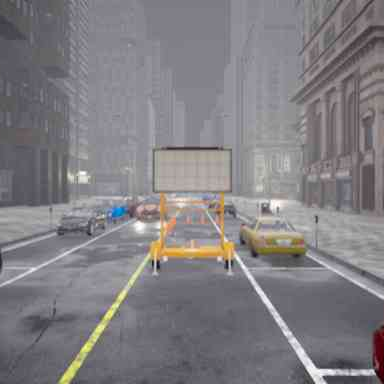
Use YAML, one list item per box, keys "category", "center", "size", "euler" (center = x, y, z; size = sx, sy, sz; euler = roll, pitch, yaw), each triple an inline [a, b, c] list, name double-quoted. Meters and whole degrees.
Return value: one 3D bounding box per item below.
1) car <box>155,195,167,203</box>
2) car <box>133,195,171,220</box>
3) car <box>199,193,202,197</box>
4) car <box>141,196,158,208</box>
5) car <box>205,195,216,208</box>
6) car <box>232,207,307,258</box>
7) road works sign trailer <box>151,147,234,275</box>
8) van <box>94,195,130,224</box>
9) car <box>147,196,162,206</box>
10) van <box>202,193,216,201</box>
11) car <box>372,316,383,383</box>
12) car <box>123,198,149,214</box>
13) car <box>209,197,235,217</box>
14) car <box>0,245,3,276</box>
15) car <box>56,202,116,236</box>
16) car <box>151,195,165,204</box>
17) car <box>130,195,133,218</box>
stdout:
- category: "car"
  center: [-5.691, 1.251, 61.977]
  size: [1.887, 1.381, 4.507]
  euler: [0, 0, 0]
- category: "car"
  center: [-3.063, 1.226, 26.310]
  size: [2.097, 1.767, 4.553]
  euler: [0, 0, 0]
- category: "car"
  center: [2.864, 1.252, 61.947]
  size: [1.887, 1.381, 4.507]
  euler: [0, 0, 0]
- category: "car"
  center: [-5.710, 1.310, 45.231]
  size: [1.752, 1.417, 4.829]
  euler: [0, 0, 0]
- category: "car"
  center: [2.830, 1.392, 39.848]
  size: [1.802, 1.307, 4.206]
  euler: [0, 0, 0]
- category: "car"
  center: [2.788, 1.466, 12.393]
  size: [1.752, 1.417, 4.829]
  euler: [0, 0, 0]
- category: "road works sign trailer"
  center: [0.014, 0.415, 10.259]
  size: [2.380, 3.560, 2.880]
  euler: [0, 0, 0]
- category: "van"
  center: [-5.735, 1.229, 23.299]
  size: [1.690, 1.788, 3.998]
  euler: [0, 0, 0]
- category: "car"
  center: [-5.704, 1.303, 50.926]
  size: [1.887, 1.381, 4.507]
  euler: [0, 0, 0]
- category: "van"
  center: [2.848, 1.099, 50.897]
  size: [1.690, 1.788, 3.998]
  euler: [0, 0, 0]
- category: "car"
  center: [2.771, 1.309, 1.173]
  size: [2.192, 1.841, 5.009]
  euler: [0, 0, 0]
- category: "car"
  center: [-5.723, 1.381, 34.350]
  size: [1.887, 1.381, 4.507]
  euler: [0, 0, 0]
- category: "car"
  center: [2.813, 1.413, 28.798]
  size: [2.008, 1.369, 4.403]
  euler: [0, 0, 0]
- category: "car"
  center: [-5.755, 1.407, 6.722]
  size: [1.967, 1.590, 4.097]
  euler: [0, 0, 0]
- category: "car"
  center: [-5.742, 1.465, 17.774]
  size: [2.008, 1.369, 4.403]
  euler: [0, 0, 0]
- category: "car"
  center: [-5.697, 1.277, 56.452]
  size: [1.887, 1.381, 4.507]
  euler: [0, 0, 0]
- category: "car"
  center: [-5.729, 1.177, 28.824]
  size: [2.192, 1.841, 5.009]
  euler: [0, 0, 0]
